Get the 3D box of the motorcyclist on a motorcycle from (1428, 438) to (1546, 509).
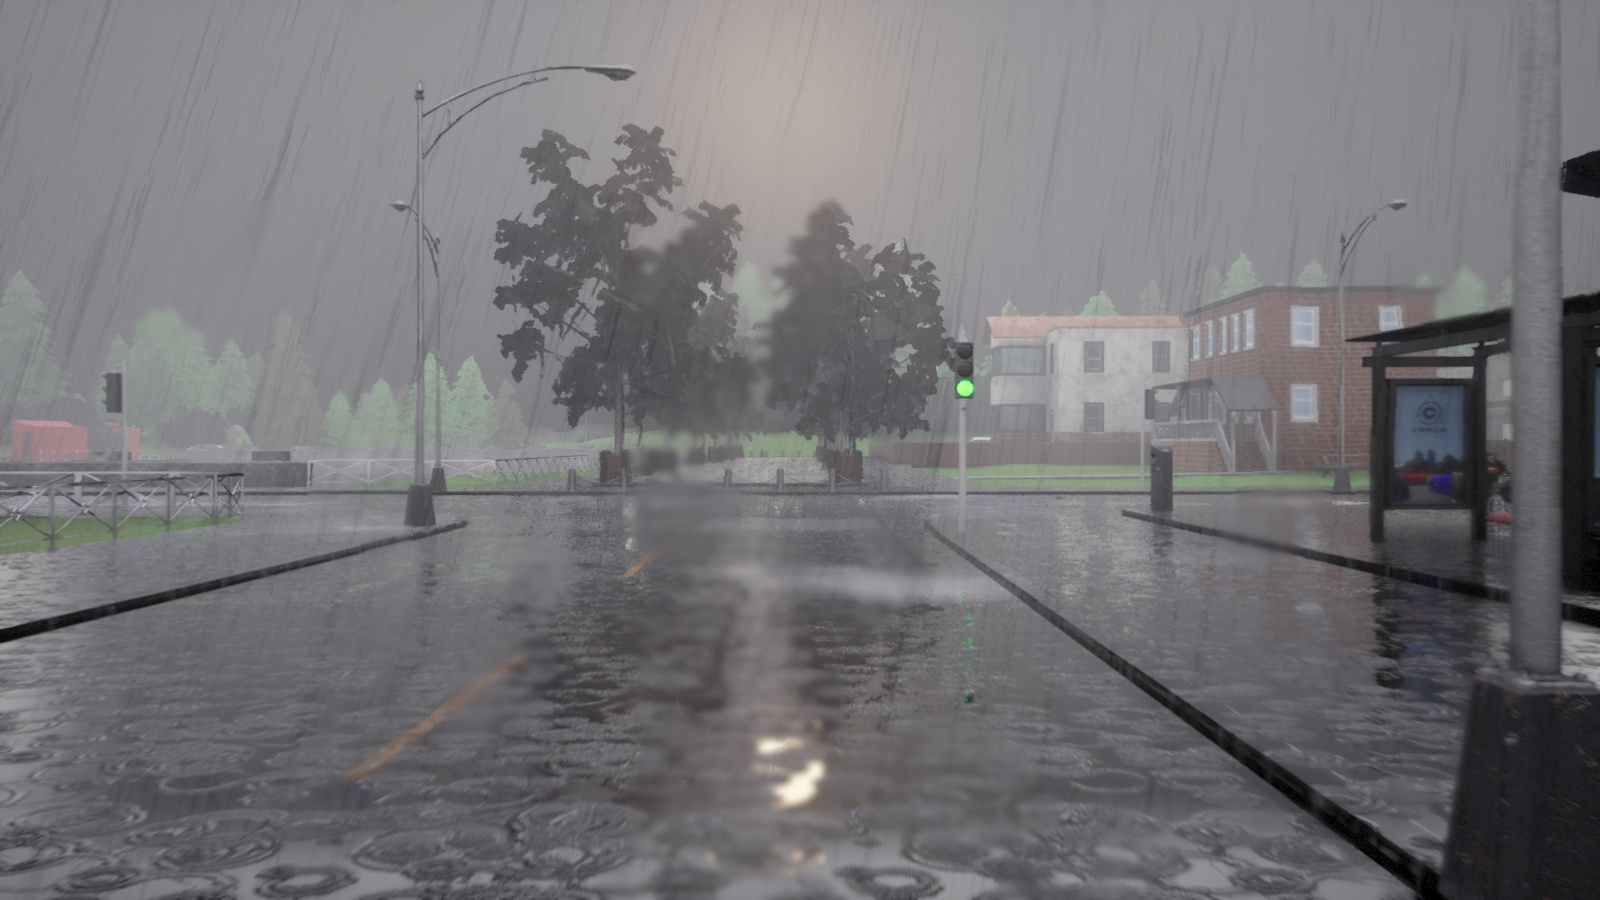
[{"bbox_3d":[16.226,0.543,29.686,2.350,1.649,0.766,0,0,0],"label":"motorcyclist on a motorcycle"}]
